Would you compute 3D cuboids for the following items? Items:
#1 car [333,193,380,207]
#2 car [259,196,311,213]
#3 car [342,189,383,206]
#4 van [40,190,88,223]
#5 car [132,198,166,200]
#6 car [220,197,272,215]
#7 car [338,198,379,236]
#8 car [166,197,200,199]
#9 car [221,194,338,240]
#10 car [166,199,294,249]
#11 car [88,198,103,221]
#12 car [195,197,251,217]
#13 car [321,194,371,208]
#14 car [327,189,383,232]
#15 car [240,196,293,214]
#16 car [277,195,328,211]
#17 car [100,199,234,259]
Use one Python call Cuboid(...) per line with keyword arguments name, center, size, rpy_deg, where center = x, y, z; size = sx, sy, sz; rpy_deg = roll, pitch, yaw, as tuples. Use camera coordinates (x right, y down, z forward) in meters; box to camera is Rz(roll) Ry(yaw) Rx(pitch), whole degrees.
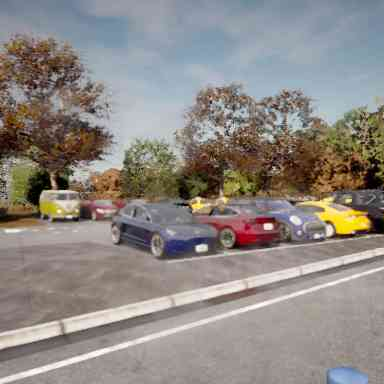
Cuboid(name="car", center=(20.941, 0.971, 42.519), size=(2.097, 1.535, 5.008), rpy_deg=(-2, 1, -35))
Cuboid(name="car", center=(9.521, 1.205, 34.523), size=(2.097, 1.535, 5.008), rpy_deg=(-1, 0, -35))
Cuboid(name="car", center=(23.207, 0.648, 44.131), size=(2.435, 2.045, 5.566), rpy_deg=(-2, 1, -35))
Cuboid(name="van", center=(-8.597, 0.880, 21.708), size=(1.878, 1.987, 4.442), rpy_deg=(1, 0, -35))
Cuboid(name="car", center=(-4.200, 1.216, 24.940), size=(2.002, 1.452, 4.674), rpy_deg=(1, 0, -35))
Cuboid(name="car", center=(4.961, 1.268, 31.305), size=(2.163, 1.488, 4.792), rpy_deg=(0, 0, -35))
Cuboid(name="car", center=(5.736, 1.214, 15.917), size=(2.097, 1.535, 5.008), rpy_deg=(0, 0, -35))
Cuboid(name="car", center=(-1.829, 1.236, 26.630), size=(2.163, 1.488, 4.792), rpy_deg=(1, 0, -35))
Cuboid(name="car", center=(3.438, 1.059, 14.355), size=(2.185, 1.767, 4.553), rpy_deg=(1, 0, -35))
Cuboid(name="car", center=(1.155, 1.178, 12.757), size=(2.163, 1.488, 4.792), rpy_deg=(1, 0, -35))
Cuboid(name="car", center=(-6.483, 1.179, 23.344), size=(2.002, 1.452, 4.674), rpy_deg=(1, 0, -35))
Cuboid(name="car", center=(2.661, 1.235, 29.960), size=(1.946, 1.575, 5.366), rpy_deg=(0, 0, -35))
Cuboid(name="car", center=(18.764, 1.032, 40.764), size=(1.946, 1.575, 5.366), rpy_deg=(-1, 1, -35))
Cuboid(name="car", center=(8.007, 0.982, 17.546), size=(2.435, 2.045, 5.566), rpy_deg=(0, 0, -35))
Cuboid(name="car", center=(7.235, 1.225, 32.924), size=(2.097, 1.535, 5.008), rpy_deg=(0, 0, -35))
Cuboid(name="car", center=(11.913, 1.175, 36.194), size=(2.231, 1.521, 4.892), rpy_deg=(-1, 0, -35))
Cuboid(name="car", center=(-1.093, 1.141, 11.114), size=(2.163, 1.488, 4.792), rpy_deg=(1, -1, -35))
